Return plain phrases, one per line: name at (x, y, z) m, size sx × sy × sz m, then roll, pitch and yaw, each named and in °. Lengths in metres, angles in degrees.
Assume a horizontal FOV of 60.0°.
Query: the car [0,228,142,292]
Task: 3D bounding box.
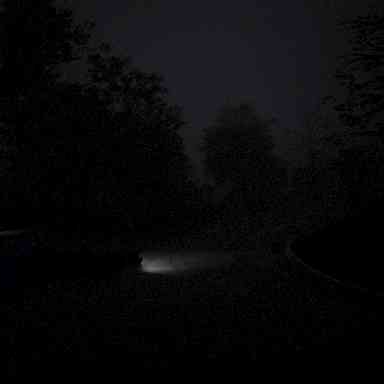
car at (-3.937, 1.636, 8.330) m, size 5.357 × 1.411 × 2.033 m, roll 0°, pitch -1°, yaw -41°
